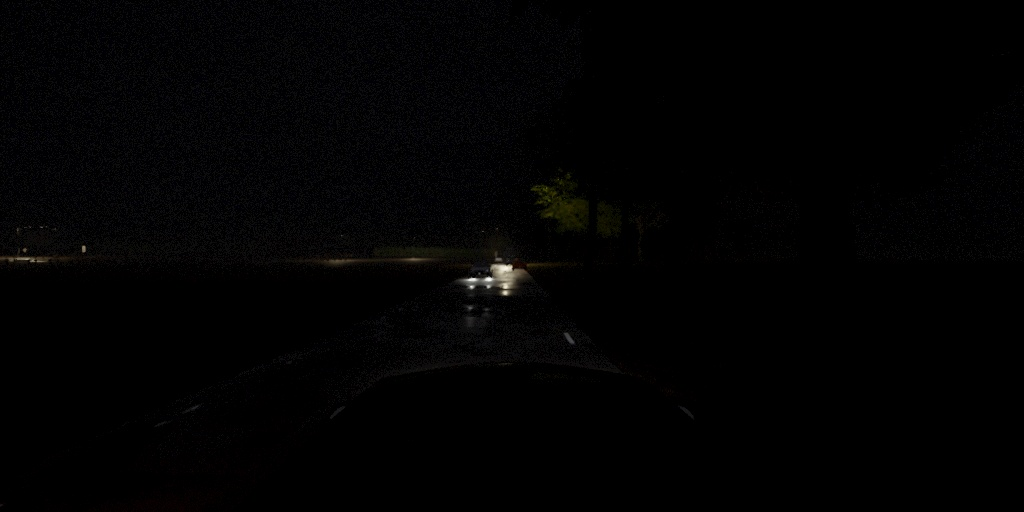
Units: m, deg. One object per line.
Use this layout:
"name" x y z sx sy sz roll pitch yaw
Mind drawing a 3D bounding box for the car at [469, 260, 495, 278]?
"car" -2.840 1.237 33.652 1.812 1.442 4.674 0 0 0

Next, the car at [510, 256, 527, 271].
"car" 0.966 1.163 47.187 1.882 1.535 5.008 0 0 0
